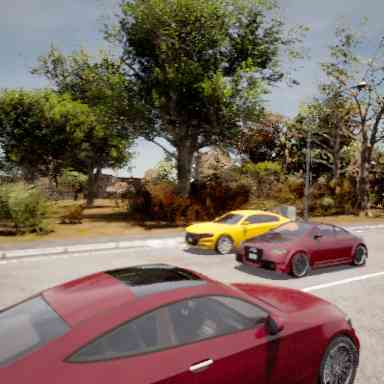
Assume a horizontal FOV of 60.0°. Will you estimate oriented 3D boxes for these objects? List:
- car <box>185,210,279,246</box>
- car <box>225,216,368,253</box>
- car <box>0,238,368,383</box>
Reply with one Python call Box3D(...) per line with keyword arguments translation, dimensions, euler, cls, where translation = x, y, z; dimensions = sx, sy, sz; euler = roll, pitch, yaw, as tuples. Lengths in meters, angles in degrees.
Box3D(translation=(2.100, 1.493, 13.425), dimensions=(5.008, 1.535, 1.882), euler=(0, 0, -30), cls="car")
Box3D(translation=(3.374, 1.573, 10.094), dimensions=(4.181, 1.385, 1.994), euler=(0, 0, -31), cls="car")
Box3D(translation=(-0.194, 1.517, 3.446), dimensions=(4.674, 1.442, 1.812), euler=(0, 0, -34), cls="car")
